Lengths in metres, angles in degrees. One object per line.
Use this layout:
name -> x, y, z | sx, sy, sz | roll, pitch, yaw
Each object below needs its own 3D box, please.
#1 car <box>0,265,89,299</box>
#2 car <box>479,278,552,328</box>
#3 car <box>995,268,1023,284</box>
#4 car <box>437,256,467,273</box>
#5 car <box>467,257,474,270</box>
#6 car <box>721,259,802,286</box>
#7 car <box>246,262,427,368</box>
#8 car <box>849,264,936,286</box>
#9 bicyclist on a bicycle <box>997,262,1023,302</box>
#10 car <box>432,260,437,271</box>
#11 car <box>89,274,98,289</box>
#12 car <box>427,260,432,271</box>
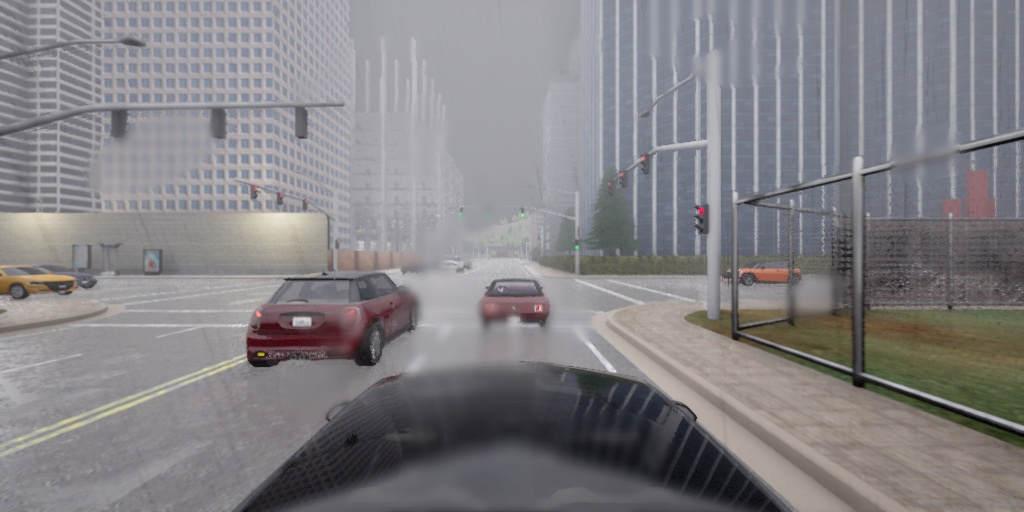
car -> -23.724, 1.174, 16.948 | 5.008, 1.535, 1.882 | 0, 0, 0
car -> 0.093, 1.343, 11.392 | 1.895, 1.301, 4.718 | 0, 0, 0
car -> 35.435, 1.264, 24.000 | 4.181, 1.385, 1.994 | 0, 0, 1
car -> -7.100, 0.979, 43.039 | 2.150, 2.045, 5.566 | 0, 0, 0
car -> -7.083, 1.237, 53.031 | 1.882, 1.535, 5.008 | 0, 0, 0
car -> 16.596, 1.051, 24.059 | 4.553, 1.767, 2.097 | 0, 0, 0
car -> -3.516, 1.103, 8.034 | 2.097, 1.767, 4.553 | 0, 0, -2
car -> 25.482, 1.225, 24.031 | 4.674, 1.442, 1.812 | 0, 0, 0
bicyclist on a bicycle -> 18.805, 0.998, 13.073 | 0.582, 1.620, 1.656 | 0, 0, 0
car -> -10.594, 1.306, 48.973 | 2.033, 1.411, 5.357 | 0, 0, 0
car -> -26.669, 1.223, 20.455 | 4.674, 1.442, 1.812 | 0, 0, 0
car -> -10.599, 1.357, 39.373 | 1.895, 1.301, 4.718 | 0, 0, 0
